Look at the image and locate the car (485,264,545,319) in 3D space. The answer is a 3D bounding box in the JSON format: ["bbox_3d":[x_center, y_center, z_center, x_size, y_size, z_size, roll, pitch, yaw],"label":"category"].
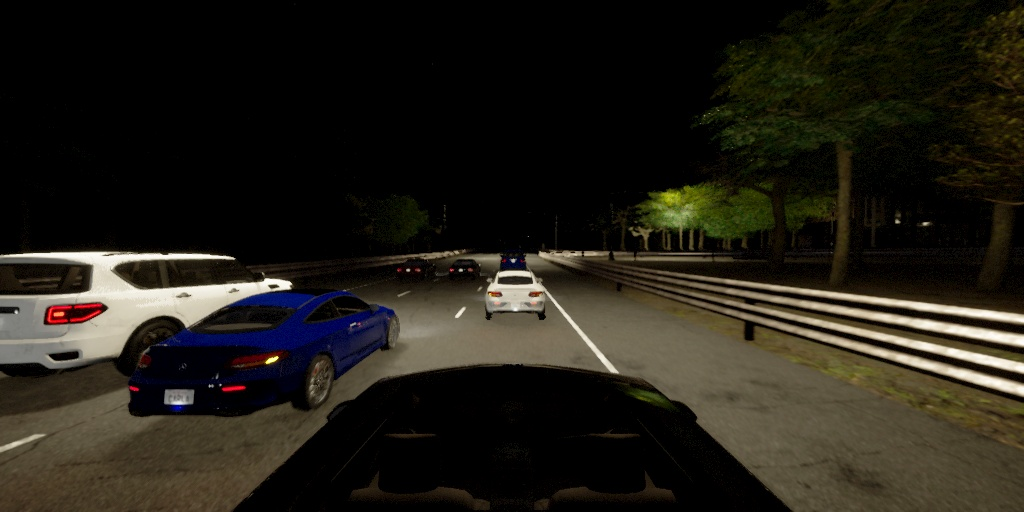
[{"bbox_3d":[0.101,1.199,12.332,1.812,1.442,4.674,0,1,0],"label":"car"}]

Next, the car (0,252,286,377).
[{"bbox_3d":[-6.899,0.946,7.456,2.150,2.045,5.566,0,0,0],"label":"car"}]

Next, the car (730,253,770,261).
[{"bbox_3d":[29.182,-0.118,43.623,1.812,1.442,4.674,-1,1,-40],"label":"car"}]

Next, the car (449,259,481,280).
[{"bbox_3d":[-3.393,0.926,26.290,2.033,1.411,5.357,0,1,0],"label":"car"}]

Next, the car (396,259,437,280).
[{"bbox_3d":[-6.895,0.925,26.335,2.033,1.411,5.357,0,1,0],"label":"car"}]

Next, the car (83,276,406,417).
[{"bbox_3d":[-3.385,1.260,5.954,1.812,1.442,4.674,0,0,0],"label":"car"}]

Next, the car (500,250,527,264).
[{"bbox_3d":[0.105,0.466,31.605,2.150,2.045,5.566,0,1,0],"label":"car"}]
